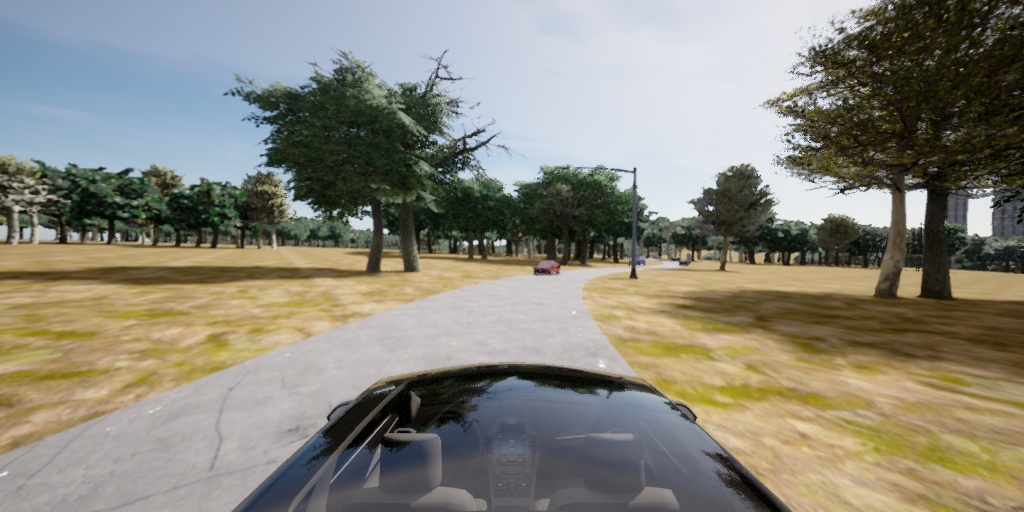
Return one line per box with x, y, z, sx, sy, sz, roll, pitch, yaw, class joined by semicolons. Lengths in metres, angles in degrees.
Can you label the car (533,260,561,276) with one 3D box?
3.630;1.179;36.772;1.882;1.535;5.008;1;0;21;car
